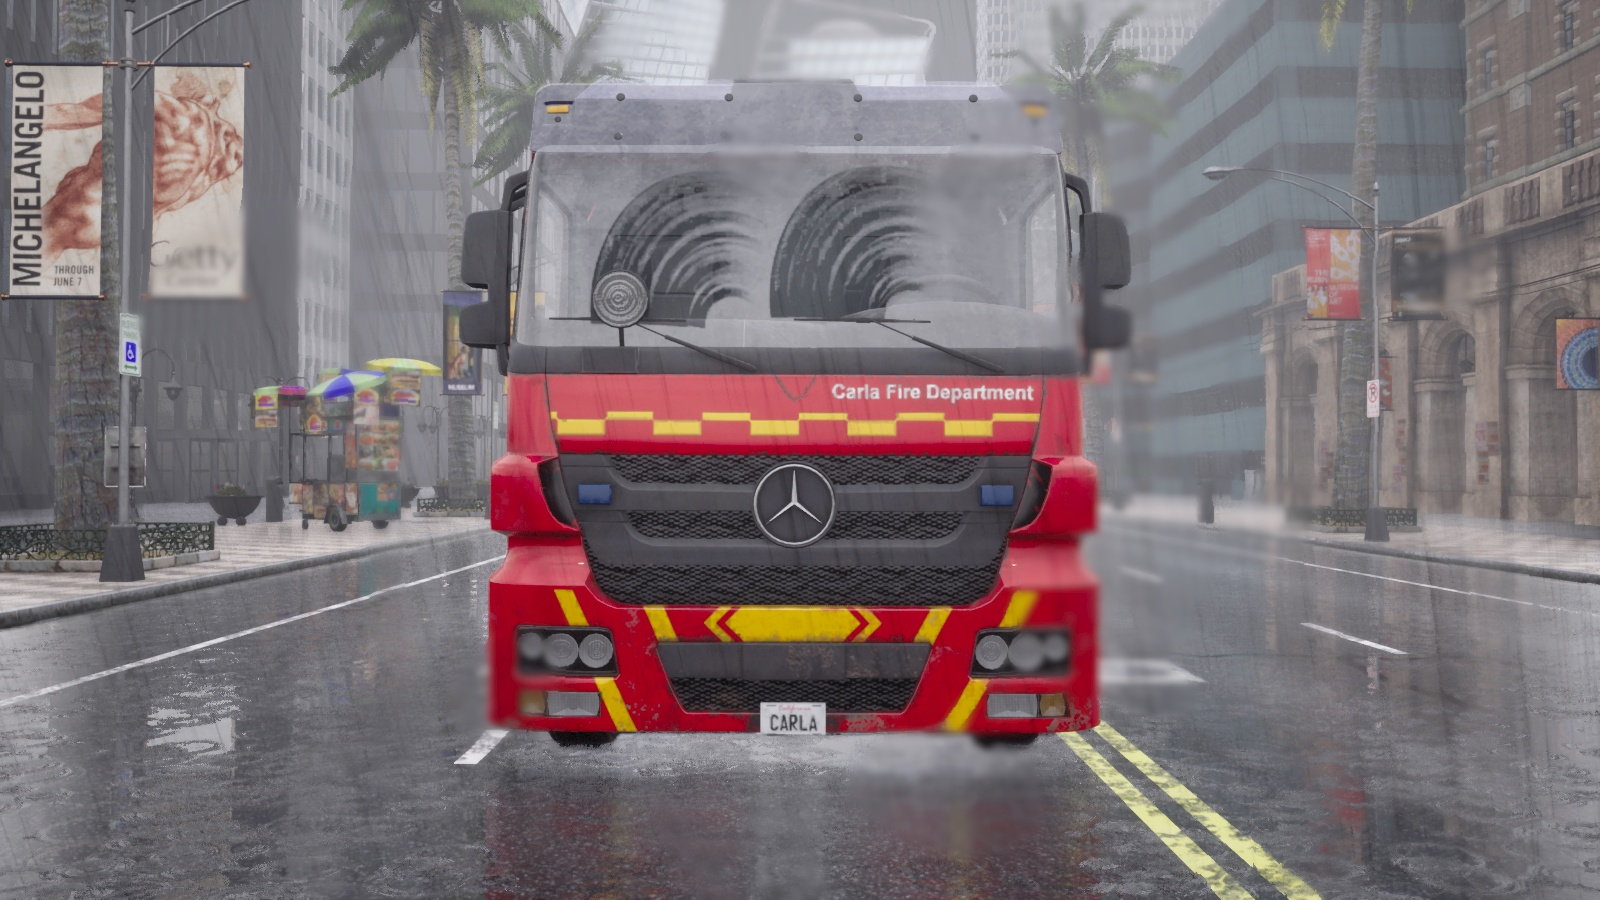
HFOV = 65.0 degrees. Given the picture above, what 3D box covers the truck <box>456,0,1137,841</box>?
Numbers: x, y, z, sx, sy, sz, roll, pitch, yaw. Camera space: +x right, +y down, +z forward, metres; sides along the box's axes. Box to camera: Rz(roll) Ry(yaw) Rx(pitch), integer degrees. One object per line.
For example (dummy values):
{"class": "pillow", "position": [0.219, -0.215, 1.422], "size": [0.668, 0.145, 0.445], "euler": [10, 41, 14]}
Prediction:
{"class": "truck", "position": [-0.025, -0.189, 9.594], "size": [2.891, 3.827, 8.468], "euler": [0, -1, 0]}
